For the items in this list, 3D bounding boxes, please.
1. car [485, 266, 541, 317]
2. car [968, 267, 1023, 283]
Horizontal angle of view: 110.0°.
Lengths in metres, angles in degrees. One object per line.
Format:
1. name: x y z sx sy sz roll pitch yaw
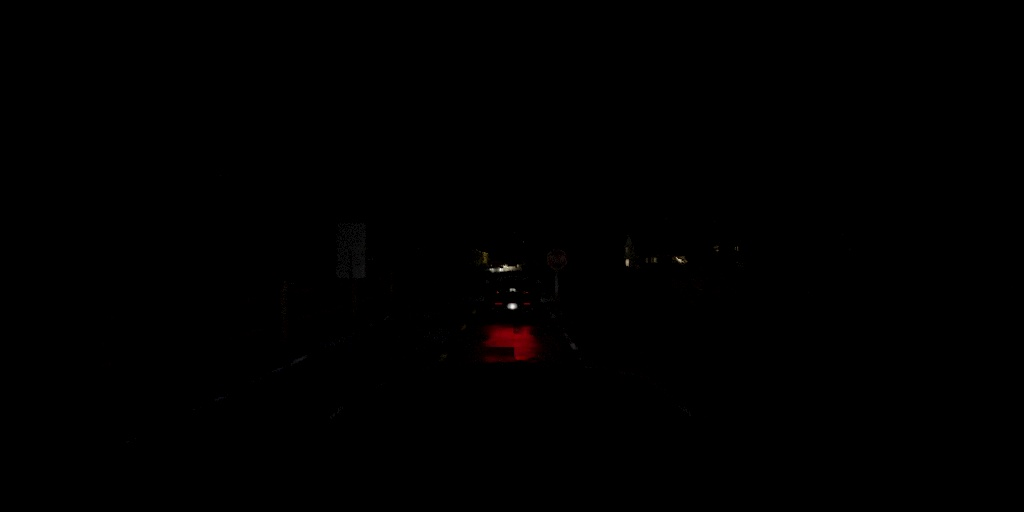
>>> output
1. car: 0.033 1.299 13.379 1.837 1.490 4.892 0 0 0
2. car: 44.307 1.770 32.440 5.008 1.535 1.882 1 0 2
